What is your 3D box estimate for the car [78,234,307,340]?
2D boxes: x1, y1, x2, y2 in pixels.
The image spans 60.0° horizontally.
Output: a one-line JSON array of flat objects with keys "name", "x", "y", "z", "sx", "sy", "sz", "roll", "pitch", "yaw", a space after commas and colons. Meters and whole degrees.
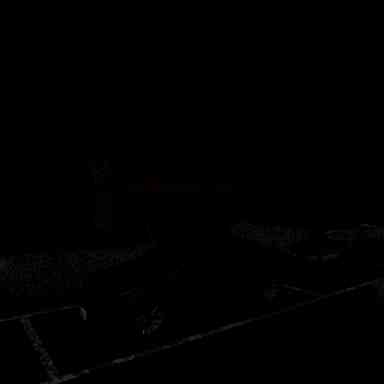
[{"name": "car", "x": 0.043, "y": 1.565, "z": 6.563, "sx": 4.313, "sy": 1.339, "sz": 1.947, "roll": 0, "pitch": 0, "yaw": -35}]

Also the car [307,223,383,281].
[{"name": "car", "x": 4.526, "y": 1.580, "z": 9.753, "sx": 4.206, "sy": 1.307, "sz": 1.802, "roll": 0, "pitch": 0, "yaw": -35}]
